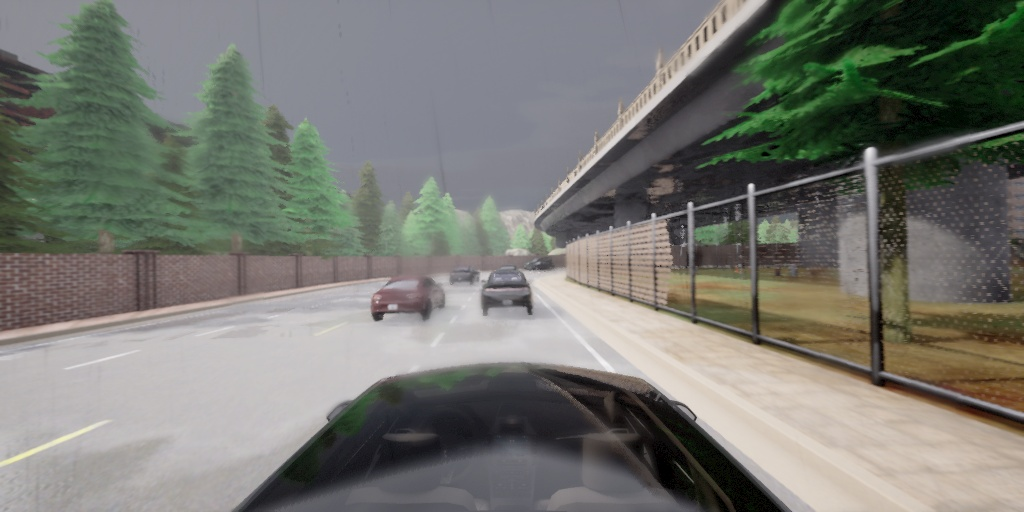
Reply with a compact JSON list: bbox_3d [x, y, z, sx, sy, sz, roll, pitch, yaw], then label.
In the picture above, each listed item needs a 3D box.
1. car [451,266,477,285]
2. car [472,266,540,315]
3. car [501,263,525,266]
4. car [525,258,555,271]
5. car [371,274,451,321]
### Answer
[{"bbox_3d":[-3.719,1.522,29.161,2.128,1.511,4.902,-1,0,4],"label":"car"},{"bbox_3d":[-0.193,1.336,14.151,2.128,1.511,4.902,-1,0,-1],"label":"car"},{"bbox_3d":[-0.208,1.461,29.456,1.837,1.490,4.892,-2,0,4],"label":"car"},{"bbox_3d":[4.222,1.505,53.154,5.008,1.535,1.882,-1,-1,-41],"label":"car"},{"bbox_3d":[-3.671,1.441,13.267,1.812,1.442,4.674,-1,-1,-1],"label":"car"}]
